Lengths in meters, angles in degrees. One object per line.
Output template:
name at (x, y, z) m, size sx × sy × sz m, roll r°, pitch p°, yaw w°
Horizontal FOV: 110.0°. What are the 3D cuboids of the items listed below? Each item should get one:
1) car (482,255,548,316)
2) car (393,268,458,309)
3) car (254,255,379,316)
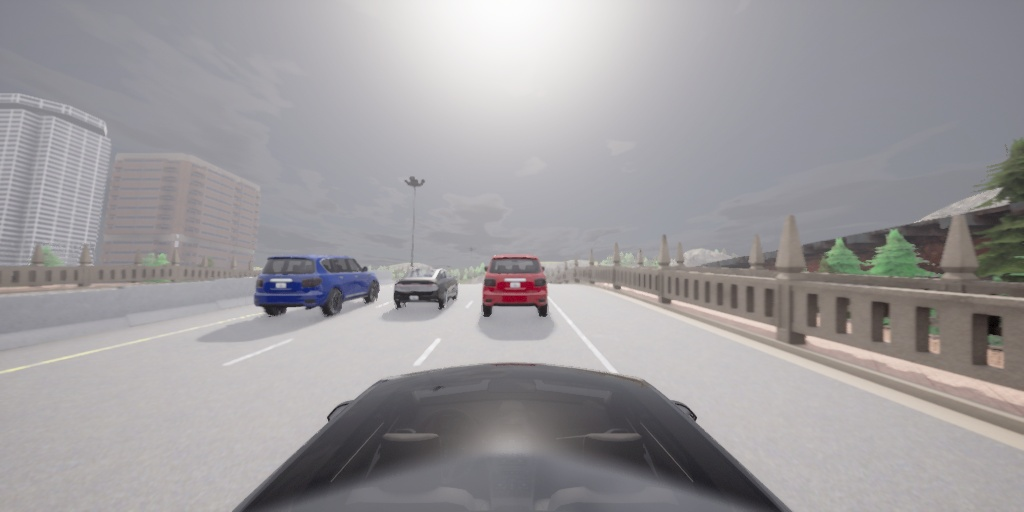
car at (0.096, 0.970, 13.572) m, size 2.150 × 2.045 × 5.566 m, roll 0°, pitch 0°, yaw 0°
car at (-3.403, 1.240, 14.879) m, size 2.128 × 1.511 × 4.902 m, roll 0°, pitch 0°, yaw 0°
car at (-6.902, 0.970, 13.392) m, size 2.150 × 2.045 × 5.566 m, roll 0°, pitch 0°, yaw 0°
